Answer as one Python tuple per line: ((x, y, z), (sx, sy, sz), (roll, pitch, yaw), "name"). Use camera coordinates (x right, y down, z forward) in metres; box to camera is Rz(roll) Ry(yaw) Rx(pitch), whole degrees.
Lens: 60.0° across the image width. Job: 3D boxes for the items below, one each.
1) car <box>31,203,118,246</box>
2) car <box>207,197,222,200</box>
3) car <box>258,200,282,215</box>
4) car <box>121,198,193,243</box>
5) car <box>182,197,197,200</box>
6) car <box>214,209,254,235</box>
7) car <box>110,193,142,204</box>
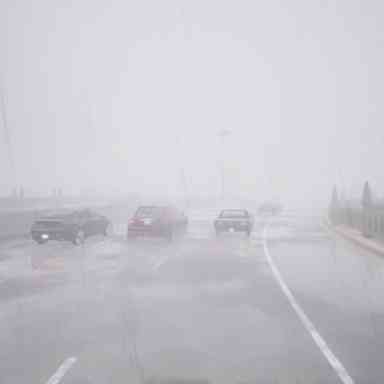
((-5.323, 1.494, 15.371), (1.837, 1.490, 4.892), (0, 0, 10), "car")
((3.789, 1.561, 56.073), (2.128, 1.511, 4.902), (0, 0, 35), "car")
((8.406, 1.600, 35.749), (1.812, 1.442, 4.674), (0, 0, 25), "car")
((-1.537, 1.360, 16.567), (2.097, 1.767, 4.553), (0, 0, 10), "car")
((-0.926, 1.551, 55.249), (1.837, 1.490, 4.892), (0, 0, 33), "car")
((2.511, 1.631, 18.992), (1.895, 1.301, 4.718), (0, 0, 13), "car")
((-9.303, 1.221, 47.719), (2.150, 2.045, 5.566), (0, 0, 27), "car")
